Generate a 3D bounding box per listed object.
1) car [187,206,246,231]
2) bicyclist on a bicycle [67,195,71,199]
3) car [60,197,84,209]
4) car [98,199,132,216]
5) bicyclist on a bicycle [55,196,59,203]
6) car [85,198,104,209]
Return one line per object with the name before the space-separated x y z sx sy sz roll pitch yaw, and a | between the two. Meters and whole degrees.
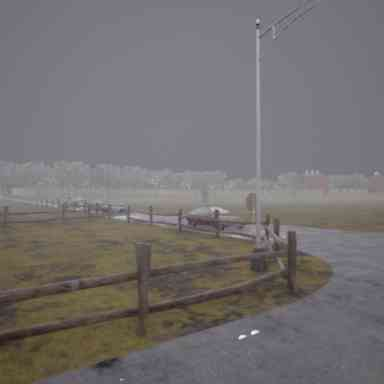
car | 1.461 1.662 21.776 1.812 1.442 4.674 -1 1 -36
bicyclist on a bicycle | -23.362 1.499 63.084 0.659 1.776 1.843 -1 1 -35
car | -18.484 1.829 50.111 2.033 1.411 5.357 -1 1 -35
car | -7.952 1.760 35.033 1.994 1.385 4.181 -1 1 -35
bicyclist on a bicycle | -28.558 1.557 70.436 0.866 1.612 1.509 -1 1 -35
car | -13.086 1.655 47.308 2.128 1.511 4.902 -1 1 -35
